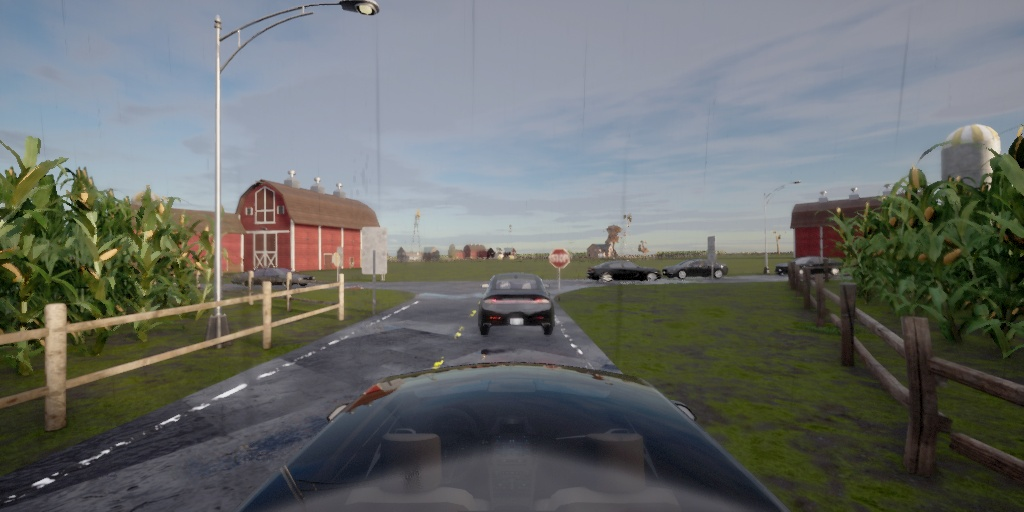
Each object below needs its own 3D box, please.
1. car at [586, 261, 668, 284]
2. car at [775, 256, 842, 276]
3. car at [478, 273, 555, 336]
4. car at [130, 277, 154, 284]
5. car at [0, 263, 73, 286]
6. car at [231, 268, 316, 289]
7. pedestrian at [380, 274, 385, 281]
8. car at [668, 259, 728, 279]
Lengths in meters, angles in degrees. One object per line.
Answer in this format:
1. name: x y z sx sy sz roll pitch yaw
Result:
1. car: 7.656 1.062 24.711 5.008 1.535 1.882 -1 0 -1
2. car: 23.798 0.810 28.808 5.008 1.535 1.882 -1 0 -7
3. car: 0.111 1.241 10.401 2.128 1.511 4.902 0 0 0
4. car: -29.379 1.723 27.077 4.674 1.442 1.812 -1 -1 9
5. car: -43.638 1.686 32.810 5.566 2.045 2.150 -1 -1 13
6. car: -16.916 1.537 25.514 5.357 1.411 2.033 -1 -1 6
7. pedestrian: -11.159 1.233 30.958 0.375 1.860 0.375 0 0 4
8. car: 14.220 1.003 27.986 4.892 1.490 1.837 -1 0 -4
